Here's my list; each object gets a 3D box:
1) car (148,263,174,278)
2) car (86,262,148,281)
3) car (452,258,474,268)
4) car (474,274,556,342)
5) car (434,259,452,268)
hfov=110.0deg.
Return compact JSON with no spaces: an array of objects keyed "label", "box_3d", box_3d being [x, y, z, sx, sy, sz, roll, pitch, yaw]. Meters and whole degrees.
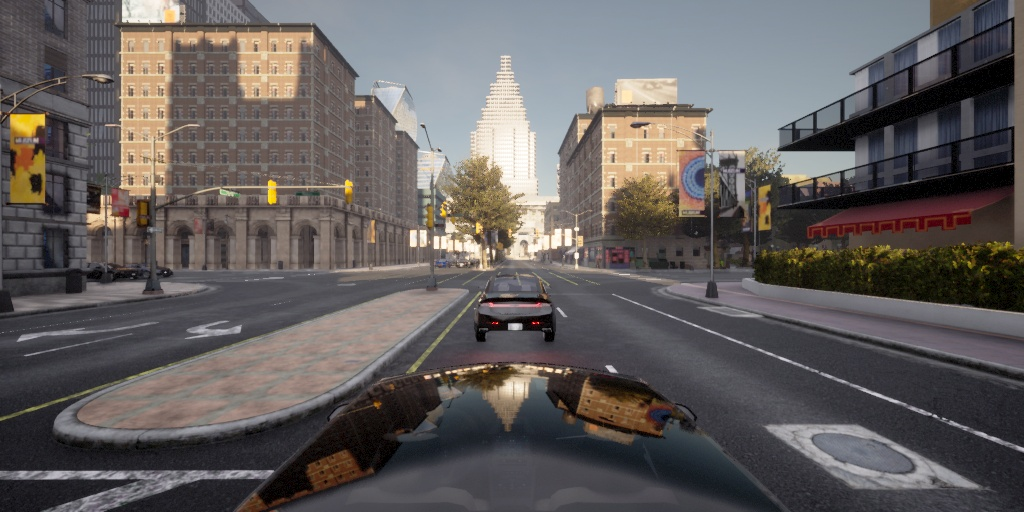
[{"label":"car","box_3d":[-33.633,1.314,32.712,4.181,1.385,1.994,0,0,-1]},{"label":"car","box_3d":[-33.346,1.228,29.219,5.008,1.535,1.882,0,0,0]},{"label":"car","box_3d":[-8.053,1.241,59.613,2.128,1.511,4.902,0,0,0]},{"label":"car","box_3d":[0.080,1.242,9.796,2.128,1.511,4.902,0,0,0]},{"label":"car","box_3d":[-11.550,1.227,60.028,1.882,1.535,5.008,0,0,0]}]
